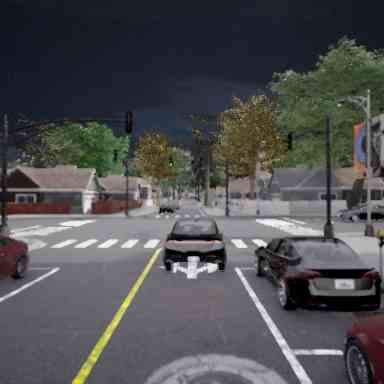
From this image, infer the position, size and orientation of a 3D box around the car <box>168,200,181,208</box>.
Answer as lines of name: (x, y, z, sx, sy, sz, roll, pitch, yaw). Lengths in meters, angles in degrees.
car: (-3.100, 1.980, 52.292, 2.097, 1.767, 4.553, 0, -1, 0)

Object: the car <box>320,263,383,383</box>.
car: (2.638, 1.610, 2.310, 1.802, 1.307, 4.206, 0, -1, 0)

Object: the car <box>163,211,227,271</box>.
car: (0.176, 1.623, 11.406, 2.128, 1.511, 4.902, 0, -1, 3)

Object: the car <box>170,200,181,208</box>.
car: (-3.069, 2.254, 64.038, 1.882, 1.535, 5.008, 0, 0, 0)

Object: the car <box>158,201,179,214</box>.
car: (-3.107, 2.104, 42.319, 1.895, 1.301, 4.718, 0, -1, 1)

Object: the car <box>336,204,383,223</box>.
car: (14.545, 1.712, 27.550, 4.902, 1.511, 2.128, 0, -1, -2)

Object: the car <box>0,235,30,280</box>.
car: (-5.384, 1.673, 7.831, 1.802, 1.307, 4.206, 0, -1, 0)

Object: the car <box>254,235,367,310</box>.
car: (2.641, 1.657, 7.828, 1.947, 1.339, 4.313, 0, -1, 0)
